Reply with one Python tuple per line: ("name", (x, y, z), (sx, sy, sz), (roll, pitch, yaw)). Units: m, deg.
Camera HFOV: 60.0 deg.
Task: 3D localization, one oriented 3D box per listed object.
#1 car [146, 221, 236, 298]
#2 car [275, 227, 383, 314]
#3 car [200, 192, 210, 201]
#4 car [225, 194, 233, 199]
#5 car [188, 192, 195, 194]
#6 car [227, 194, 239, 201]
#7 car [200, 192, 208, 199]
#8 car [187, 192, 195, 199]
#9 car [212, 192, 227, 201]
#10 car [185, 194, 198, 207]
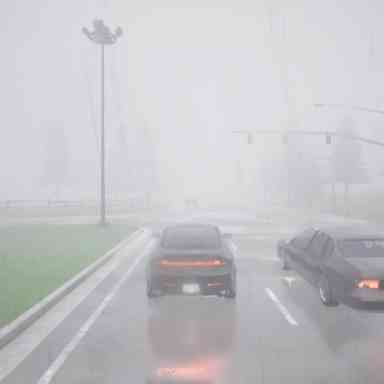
("car", (-0.006, 1.498, 8.447), (1.837, 1.490, 4.892), (0, 0, 0))
("car", (3.489, 1.541, 7.894), (2.033, 1.411, 5.357), (0, 0, 0))
("car", (3.344, 1.285, 82.966), (2.097, 1.767, 4.553), (0, 0, 0))
("car", (10.325, 1.262, 93.012), (1.837, 1.490, 4.892), (0, 0, 0))
("car", (-0.156, 1.454, 82.989), (1.812, 1.442, 4.674), (0, 0, 0))
("car", (10.344, 1.285, 82.979), (2.097, 1.767, 4.553), (0, 0, 0))
("car", (3.325, 0.987, 93.029), (2.150, 2.045, 5.566), (0, 0, 0))
("car", (-0.175, 0.987, 93.022), (2.150, 2.045, 5.566), (0, 0, 0))
("car", (6.845, 1.454, 82.586), (2.128, 1.511, 4.902), (0, 0, 0))
("car", (-0.098, 1.438, 51.952), (1.882, 1.535, 5.008), (0, 0, 0))
